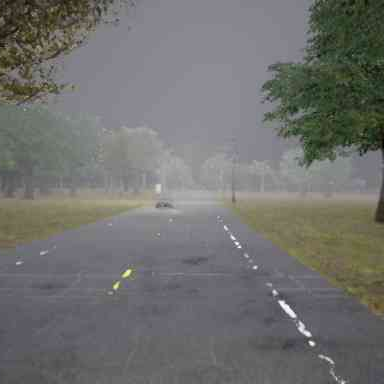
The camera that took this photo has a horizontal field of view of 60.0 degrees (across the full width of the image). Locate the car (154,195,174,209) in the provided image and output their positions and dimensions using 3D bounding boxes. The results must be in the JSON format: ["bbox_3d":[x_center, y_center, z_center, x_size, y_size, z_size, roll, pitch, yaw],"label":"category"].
[{"bbox_3d":[-3.032,1.119,37.273,1.837,1.490,4.892,0,0,1],"label":"car"}]

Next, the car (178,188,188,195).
[{"bbox_3d":[-2.113,0.118,78.627,2.150,2.045,5.566,0,1,-1],"label":"car"}]
